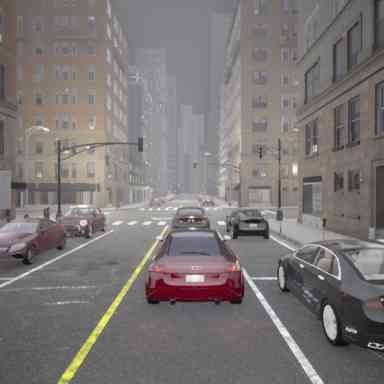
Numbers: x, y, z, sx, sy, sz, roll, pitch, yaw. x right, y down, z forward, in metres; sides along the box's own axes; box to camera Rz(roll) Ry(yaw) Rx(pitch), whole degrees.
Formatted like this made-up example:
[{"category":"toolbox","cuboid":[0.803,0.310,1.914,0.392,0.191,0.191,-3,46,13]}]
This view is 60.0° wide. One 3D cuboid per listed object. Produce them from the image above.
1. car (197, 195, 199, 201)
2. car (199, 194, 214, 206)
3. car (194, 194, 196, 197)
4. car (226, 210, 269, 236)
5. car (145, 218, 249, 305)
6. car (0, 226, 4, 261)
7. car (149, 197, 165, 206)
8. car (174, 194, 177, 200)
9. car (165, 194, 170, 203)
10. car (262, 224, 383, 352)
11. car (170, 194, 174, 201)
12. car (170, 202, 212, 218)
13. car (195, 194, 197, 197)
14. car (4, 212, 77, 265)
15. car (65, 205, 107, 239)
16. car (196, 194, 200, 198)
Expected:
[{"category":"car","cuboid":[2.567,1.591,65.048,2.008,1.369,4.403,0,0,0]},{"category":"car","cuboid":[2.604,1.463,54.230,1.967,1.590,4.097,0,0,0]},{"category":"car","cuboid":[2.470,1.434,92.093,2.192,1.841,5.009,0,0,0]},{"category":"car","cuboid":[2.768,1.562,17.140,1.947,1.339,4.313,0,0,0]},{"category":"car","cuboid":[0.040,1.562,8.135,1.994,1.385,4.181,0,0,-1]},{"category":"car","cuboid":[-5.698,1.564,6.092,1.947,1.339,4.313,0,0,0]},{"category":"car","cuboid":[-5.920,1.604,54.197,1.802,1.307,4.206,0,0,0]},{"category":"car","cuboid":[-6.055,1.434,92.058,2.192,1.841,5.009,0,0,0]},{"category":"car","cuboid":[-5.958,1.591,65.014,2.008,1.369,4.403,0,0,0]},{"category":"car","cuboid":[2.827,1.549,6.138,2.008,1.369,4.403,0,0,0]},{"category":"car","cuboid":[-6.015,1.606,81.070,1.752,1.417,4.829,0,0,0]},{"category":"car","cuboid":[-0.051,1.501,17.048,1.837,1.490,4.892,0,0,0]},{"category":"car","cuboid":[2.489,1.539,86.683,1.967,1.590,4.097,0,0,0]},{"category":"car","cuboid":[-5.728,1.579,11.594,1.802,1.307,4.206,0,0,0]},{"category":"car","cuboid":[-5.757,1.436,17.095,1.967,1.590,4.097,0,0,0]},{"category":"car","cuboid":[2.528,1.506,75.866,1.967,1.590,4.097,0,0,0]}]
